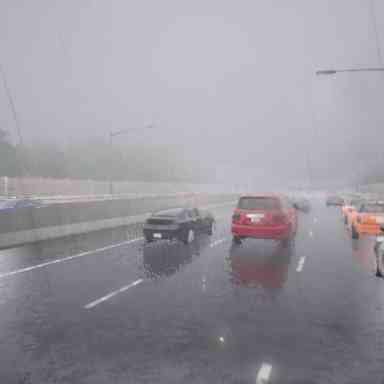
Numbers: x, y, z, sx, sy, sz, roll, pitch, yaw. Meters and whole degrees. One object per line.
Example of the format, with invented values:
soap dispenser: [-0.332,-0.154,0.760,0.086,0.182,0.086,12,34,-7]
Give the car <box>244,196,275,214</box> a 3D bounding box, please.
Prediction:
car: [6.585,1.187,32.050,2.033,1.411,5.357,0,1,22]

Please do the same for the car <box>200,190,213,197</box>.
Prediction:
car: [3.152,0.510,61.459,2.097,1.767,4.553,0,1,22]

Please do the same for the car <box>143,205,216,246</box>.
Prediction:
car: [-0.386,1.353,14.698,1.837,1.490,4.892,0,1,22]

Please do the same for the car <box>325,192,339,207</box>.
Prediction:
car: [17.555,1.075,40.769,1.994,1.385,4.181,0,1,22]

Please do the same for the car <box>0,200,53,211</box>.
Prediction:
car: [-9.783,1.364,20.012,1.895,1.301,4.718,0,1,22]

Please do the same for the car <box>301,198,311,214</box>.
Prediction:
car: [9.960,1.222,31.063,1.994,1.385,4.181,0,1,22]

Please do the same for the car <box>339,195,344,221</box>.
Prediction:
car: [10.932,1.143,21.543,2.097,1.767,4.553,0,1,22]

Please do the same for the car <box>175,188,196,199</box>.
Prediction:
car: [-1.175,0.396,60.087,2.150,2.045,5.566,0,1,22]

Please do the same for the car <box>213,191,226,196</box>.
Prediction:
car: [5.932,0.551,59.011,2.097,1.767,4.553,0,1,22]

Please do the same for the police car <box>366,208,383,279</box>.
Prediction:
police car: [5.021,1.373,6.829,1.930,1.638,5.238,0,1,22]

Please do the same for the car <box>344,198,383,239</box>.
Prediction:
car: [8.695,1.208,15.976,2.097,1.767,4.553,0,1,22]

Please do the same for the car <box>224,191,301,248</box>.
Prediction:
car: [3.305,1.082,14.492,2.150,2.045,5.566,0,1,22]

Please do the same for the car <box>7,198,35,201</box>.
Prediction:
car: [-12.222,1.196,23.329,1.882,1.535,5.008,0,1,22]
